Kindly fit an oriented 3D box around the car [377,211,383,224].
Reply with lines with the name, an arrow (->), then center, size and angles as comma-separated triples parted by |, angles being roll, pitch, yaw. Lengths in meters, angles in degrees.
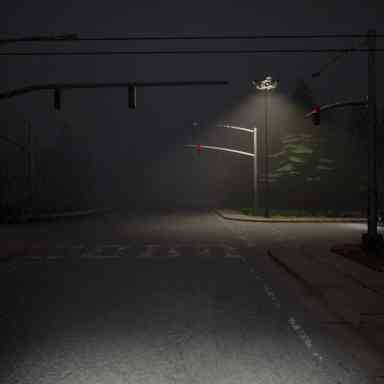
car -> 14.895, 1.513, 22.079 | 4.892, 1.490, 1.837 | 0, 0, 1
